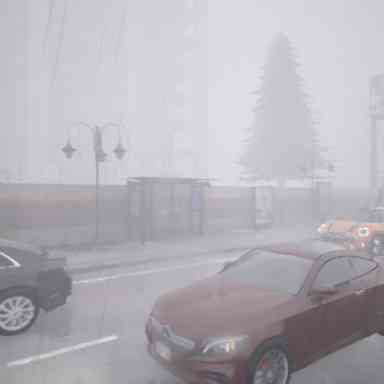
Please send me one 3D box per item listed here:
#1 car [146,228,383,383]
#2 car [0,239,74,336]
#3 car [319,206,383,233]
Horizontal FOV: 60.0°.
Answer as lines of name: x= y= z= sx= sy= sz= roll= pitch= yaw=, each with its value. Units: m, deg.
car: x=1.574 y=1.537 z=5.104 sx=4.674 sy=1.442 sz=1.812 roll=0 pitch=0 yaw=-35
car: x=-4.411 y=1.507 z=5.142 sx=4.892 sy=1.490 sz=1.837 roll=0 pitch=0 yaw=-36
car: x=6.986 y=1.389 z=13.285 sx=4.553 sy=1.767 sz=2.097 roll=1 pitch=0 yaw=-37
